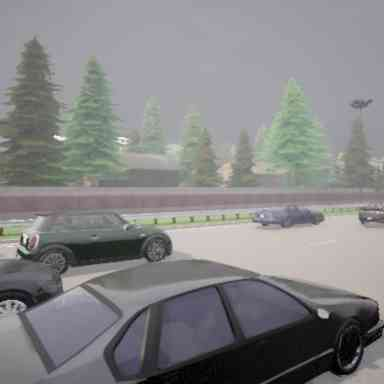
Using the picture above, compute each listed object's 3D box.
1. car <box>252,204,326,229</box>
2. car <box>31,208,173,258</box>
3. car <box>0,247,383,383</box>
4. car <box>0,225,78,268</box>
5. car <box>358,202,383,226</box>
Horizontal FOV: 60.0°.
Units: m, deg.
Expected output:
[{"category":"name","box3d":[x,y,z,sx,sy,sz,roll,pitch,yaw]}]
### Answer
[{"category":"car","box3d":[6.186,1.465,21.063,5.357,1.411,2.033,0,0,-36]},{"category":"car","box3d":[-2.828,1.334,10.328,4.553,1.767,2.097,0,0,-36]},{"category":"car","box3d":[0.060,1.537,3.789,5.357,1.411,2.033,0,0,-36]},{"category":"car","box3d":[-4.467,1.509,4.859,4.892,1.490,1.837,0,0,-36]},{"category":"car","box3d":[12.618,1.384,21.354,4.902,1.511,2.128,0,0,-36]}]
